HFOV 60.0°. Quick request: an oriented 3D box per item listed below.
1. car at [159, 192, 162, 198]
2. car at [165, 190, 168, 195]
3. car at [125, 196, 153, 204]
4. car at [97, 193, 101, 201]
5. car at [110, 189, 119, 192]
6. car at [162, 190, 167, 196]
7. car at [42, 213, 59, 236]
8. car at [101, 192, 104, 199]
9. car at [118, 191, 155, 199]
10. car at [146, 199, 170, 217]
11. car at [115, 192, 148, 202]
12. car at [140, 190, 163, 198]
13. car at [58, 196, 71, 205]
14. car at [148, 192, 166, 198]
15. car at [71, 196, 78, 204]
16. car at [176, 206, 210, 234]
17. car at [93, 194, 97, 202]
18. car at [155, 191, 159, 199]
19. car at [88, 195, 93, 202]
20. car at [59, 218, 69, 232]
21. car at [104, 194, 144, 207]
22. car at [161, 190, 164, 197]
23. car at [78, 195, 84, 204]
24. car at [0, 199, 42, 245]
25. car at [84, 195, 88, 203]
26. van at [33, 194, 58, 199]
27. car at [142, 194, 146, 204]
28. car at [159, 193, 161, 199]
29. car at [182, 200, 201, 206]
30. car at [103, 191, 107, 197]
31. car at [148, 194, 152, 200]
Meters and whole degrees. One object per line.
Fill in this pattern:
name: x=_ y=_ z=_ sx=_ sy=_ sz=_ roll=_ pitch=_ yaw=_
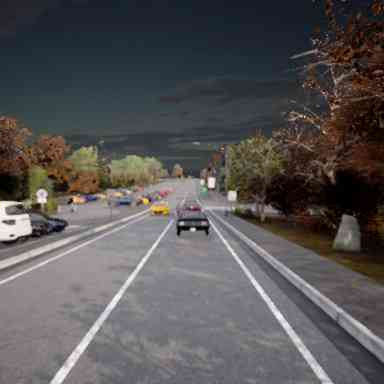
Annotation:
car: x=-10.145 y=1.340 z=78.100 sx=4.792 sy=1.488 sz=2.163 roll=0 pitch=1 yaw=0
car: x=-10.044 y=0.907 z=92.027 sx=5.008 sy=1.535 sz=2.097 roll=0 pitch=2 yaw=0
car: x=-10.176 y=1.497 z=64.164 sx=4.892 sy=1.521 sz=2.231 roll=0 pitch=0 yaw=0
car: x=-23.218 y=1.411 z=72.406 sx=5.008 sy=1.535 sz=2.097 roll=0 pitch=1 yaw=0
car: x=-23.171 y=0.755 z=89.124 sx=5.566 sy=2.045 sz=2.435 roll=0 pitch=2 yaw=0
car: x=-10.056 y=1.004 z=89.240 sx=5.008 sy=1.535 sz=2.097 roll=0 pitch=2 yaw=0
car: x=-10.120 y=1.749 z=17.638 sx=5.008 sy=1.535 sz=2.097 roll=0 pitch=-1 yaw=0
car: x=-23.203 y=1.364 z=75.324 sx=4.892 sy=1.521 sz=2.231 roll=0 pitch=1 yaw=0
car: x=-10.224 y=1.251 z=61.375 sx=5.566 sy=2.045 sz=2.435 roll=0 pitch=0 yaw=0
car: x=-3.446 y=1.834 z=36.395 sx=1.882 sy=1.535 sz=5.008 roll=0 pitch=-1 yaw=0
car: x=-10.254 y=1.360 z=55.803 sx=4.553 sy=1.767 sz=2.185 roll=0 pitch=0 yaw=0
car: x=-10.133 y=1.122 z=80.883 sx=4.553 sy=1.767 sz=2.185 roll=0 pitch=1 yaw=0
car: x=-23.306 y=1.521 z=55.670 sx=4.674 sy=1.452 sz=2.002 roll=0 pitch=0 yaw=0
car: x=-10.006 y=0.831 z=94.814 sx=4.792 sy=1.488 sz=2.163 roll=0 pitch=2 yaw=0
car: x=-23.318 y=1.524 z=58.582 sx=4.792 sy=1.488 sz=2.163 roll=0 pitch=0 yaw=0
car: x=0.045 y=1.797 z=20.526 sx=1.895 sy=1.301 sz=4.718 roll=0 pitch=-1 yaw=0
car: x=-23.231 y=1.448 z=69.616 sx=5.008 sy=1.535 sz=2.097 roll=0 pitch=1 yaw=0
car: x=-10.111 y=1.287 z=72.523 sx=4.553 sy=1.767 sz=2.185 roll=0 pitch=1 yaw=0
car: x=-23.221 y=1.507 z=66.825 sx=4.792 sy=1.488 sz=2.163 roll=0 pitch=0 yaw=0
car: x=-10.075 y=1.820 z=20.413 sx=4.792 sy=1.488 sz=2.163 roll=0 pitch=-1 yaw=0
car: x=-10.220 y=1.475 z=50.232 sx=4.792 sy=1.488 sz=2.163 roll=0 pitch=0 yaw=0
car: x=-10.120 y=1.049 z=83.662 sx=4.553 sy=1.767 sz=2.185 roll=0 pitch=2 yaw=0
car: x=-23.461 y=1.495 z=61.375 sx=5.366 sy=1.575 sz=1.946 roll=0 pitch=0 yaw=0
car: x=-10.154 y=1.457 z=14.866 sx=5.566 sy=2.045 sz=2.435 roll=0 pitch=-1 yaw=0
car: x=-23.448 y=1.489 z=64.170 sx=5.366 sy=1.575 sz=1.946 roll=0 pitch=0 yaw=0
van: x=-23.203 y=1.217 z=50.213 sx=4.442 sy=1.987 sz=1.878 roll=1 pitch=0 yaw=0
car: x=-10.265 y=1.495 z=53.016 sx=4.792 sy=1.488 sz=2.163 roll=0 pitch=0 yaw=0
car: x=-10.100 y=1.395 z=75.313 sx=4.792 sy=1.488 sz=2.163 roll=0 pitch=1 yaw=0
car: x=-0.032 y=1.721 z=38.153 sx=2.097 sy=1.767 sz=4.553 roll=0 pitch=0 yaw=0
car: x=-22.984 y=1.173 z=83.555 sx=5.366 sy=1.575 sz=1.946 roll=0 pitch=1 yaw=0
car: x=-10.204 y=1.499 z=58.581 sx=5.008 sy=1.535 sz=2.097 roll=0 pitch=0 yaw=0
